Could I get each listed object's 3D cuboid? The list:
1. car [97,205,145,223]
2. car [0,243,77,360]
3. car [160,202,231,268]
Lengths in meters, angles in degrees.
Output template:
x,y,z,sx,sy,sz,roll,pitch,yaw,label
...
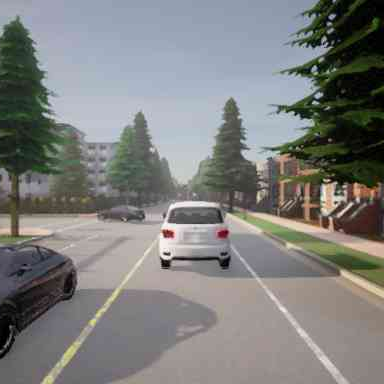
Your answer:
x,y,z,sx,sy,sz,roll,pitch,yaw,label
-6.168,1.881,28.852,4.674,1.442,1.812,-1,-2,34,car
-3.581,1.635,5.845,1.994,1.385,4.181,0,-1,0,car
0.100,1.366,11.967,2.150,2.045,5.566,0,0,0,car
